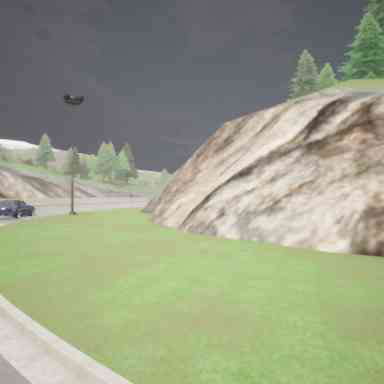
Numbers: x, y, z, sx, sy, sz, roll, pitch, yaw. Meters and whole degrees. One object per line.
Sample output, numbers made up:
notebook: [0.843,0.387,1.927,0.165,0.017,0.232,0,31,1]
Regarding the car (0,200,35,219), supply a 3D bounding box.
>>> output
car: [-16.426,1.499,30.958,2.097,1.767,4.553,0,0,-4]
